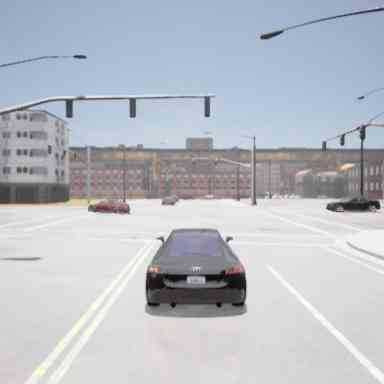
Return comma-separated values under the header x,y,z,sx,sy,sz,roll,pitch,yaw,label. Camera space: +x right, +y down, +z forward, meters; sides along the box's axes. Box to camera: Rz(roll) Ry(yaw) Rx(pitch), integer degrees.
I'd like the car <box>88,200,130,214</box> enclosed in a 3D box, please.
x,y,z,sx,sy,sz,roll,pitch,yaw,label
-8.293,1.439,33.196,4.181,1.385,1.994,0,0,26,car

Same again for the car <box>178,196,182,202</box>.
x,y,z,sx,sy,sz,roll,pitch,yaw,label
-3.602,1.272,66.512,2.128,1.511,4.902,0,0,1,car

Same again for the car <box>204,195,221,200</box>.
x,y,z,sx,sy,sz,roll,pitch,yaw,label
5.272,1.316,84.925,1.895,1.301,4.718,0,0,43,car

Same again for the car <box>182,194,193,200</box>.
x,y,z,sx,sy,sz,roll,pitch,yaw,label
-1.242,1.233,81.267,1.837,1.490,4.892,0,0,23,car

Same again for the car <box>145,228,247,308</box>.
x,y,z,sx,sy,sz,roll,pitch,yaw,label
0.076,1.537,7.951,1.994,1.385,4.181,0,0,0,car

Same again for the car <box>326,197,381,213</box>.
x,y,z,sx,sy,sz,roll,pitch,yaw,label
15.929,1.252,32.973,5.008,1.535,1.882,-1,0,1,car

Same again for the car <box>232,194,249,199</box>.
x,y,z,sx,sy,sz,roll,pitch,yaw,label
13.308,1.225,90.859,4.902,1.511,2.128,0,0,-24,car

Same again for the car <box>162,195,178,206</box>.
x,y,z,sx,sy,sz,roll,pitch,yaw,label
-3.642,1.355,51.925,1.812,1.442,4.674,0,1,0,car
